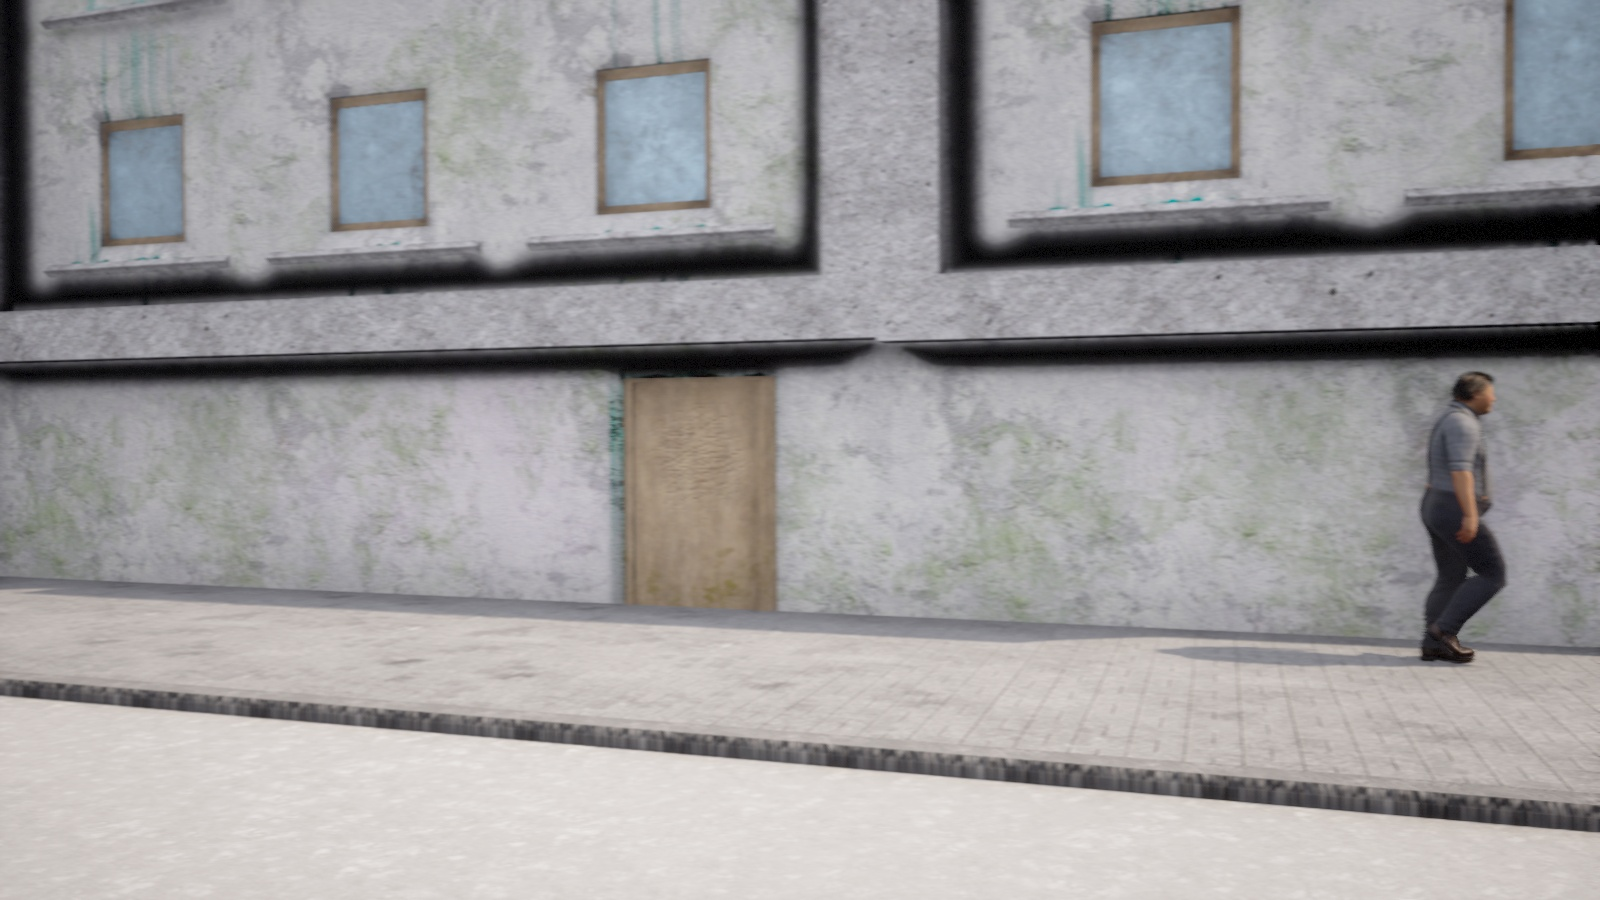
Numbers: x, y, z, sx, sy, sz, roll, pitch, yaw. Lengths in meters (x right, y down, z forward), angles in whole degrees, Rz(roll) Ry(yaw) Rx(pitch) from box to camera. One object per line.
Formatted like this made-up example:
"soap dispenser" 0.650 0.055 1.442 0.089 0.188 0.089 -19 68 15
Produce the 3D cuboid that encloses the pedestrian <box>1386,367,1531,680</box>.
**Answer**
"pedestrian" 4.042 0.427 7.754 0.694 1.848 0.540 1 1 18
